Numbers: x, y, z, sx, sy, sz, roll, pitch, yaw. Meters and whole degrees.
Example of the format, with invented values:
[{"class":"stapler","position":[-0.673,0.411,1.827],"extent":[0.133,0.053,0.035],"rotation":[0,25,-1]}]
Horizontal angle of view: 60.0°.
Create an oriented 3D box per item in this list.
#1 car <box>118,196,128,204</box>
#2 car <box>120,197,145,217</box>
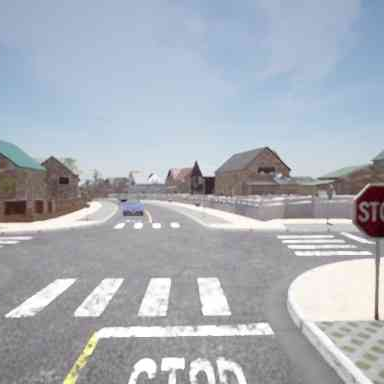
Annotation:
[{"class":"car","position":[-12.079,1.412,59.281],"extent":[1.895,1.301,4.718],"rotation":[0,0,-18]},{"class":"car","position":[-5.387,1.436,30.720],"extent":[1.812,1.442,4.674],"rotation":[0,0,-9]}]
